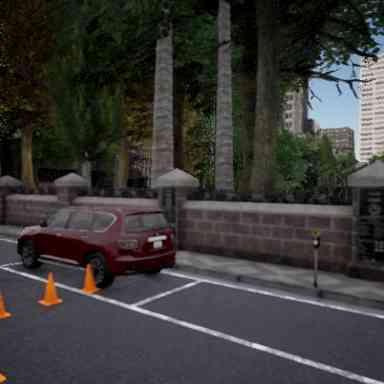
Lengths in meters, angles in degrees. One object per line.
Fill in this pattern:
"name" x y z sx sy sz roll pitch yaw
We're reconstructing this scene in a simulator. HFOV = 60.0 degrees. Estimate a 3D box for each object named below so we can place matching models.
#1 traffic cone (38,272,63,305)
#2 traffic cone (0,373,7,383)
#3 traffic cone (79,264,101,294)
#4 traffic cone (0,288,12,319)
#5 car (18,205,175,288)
"traffic cone" -2.838 1.911 6.676 0.340 0.580 0.340 1 0 36
"traffic cone" -2.406 1.920 3.881 0.340 0.580 0.340 1 0 36
"traffic cone" -2.289 1.902 7.421 0.340 0.580 0.340 1 6 30
"traffic cone" -3.429 1.903 5.869 0.340 0.580 0.340 1 0 36
"car" -2.728 1.269 9.126 5.009 1.841 2.192 1 0 36
